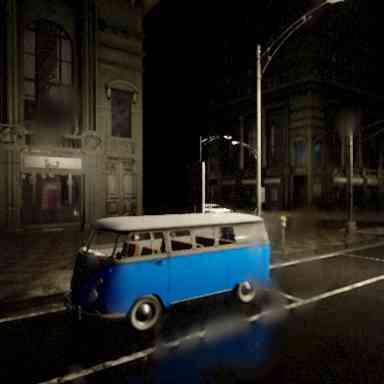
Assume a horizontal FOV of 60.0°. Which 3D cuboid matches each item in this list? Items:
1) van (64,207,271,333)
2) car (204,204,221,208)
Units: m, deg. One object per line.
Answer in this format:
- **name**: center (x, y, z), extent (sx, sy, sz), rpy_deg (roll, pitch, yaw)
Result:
- **van**: center (-0.256, 1.339, 6.495), extent (3.998, 1.788, 1.690), rpy_deg (0, 0, -36)
- **car**: center (2.072, 1.935, 32.544), extent (1.812, 1.442, 4.674), rpy_deg (0, -1, -36)
